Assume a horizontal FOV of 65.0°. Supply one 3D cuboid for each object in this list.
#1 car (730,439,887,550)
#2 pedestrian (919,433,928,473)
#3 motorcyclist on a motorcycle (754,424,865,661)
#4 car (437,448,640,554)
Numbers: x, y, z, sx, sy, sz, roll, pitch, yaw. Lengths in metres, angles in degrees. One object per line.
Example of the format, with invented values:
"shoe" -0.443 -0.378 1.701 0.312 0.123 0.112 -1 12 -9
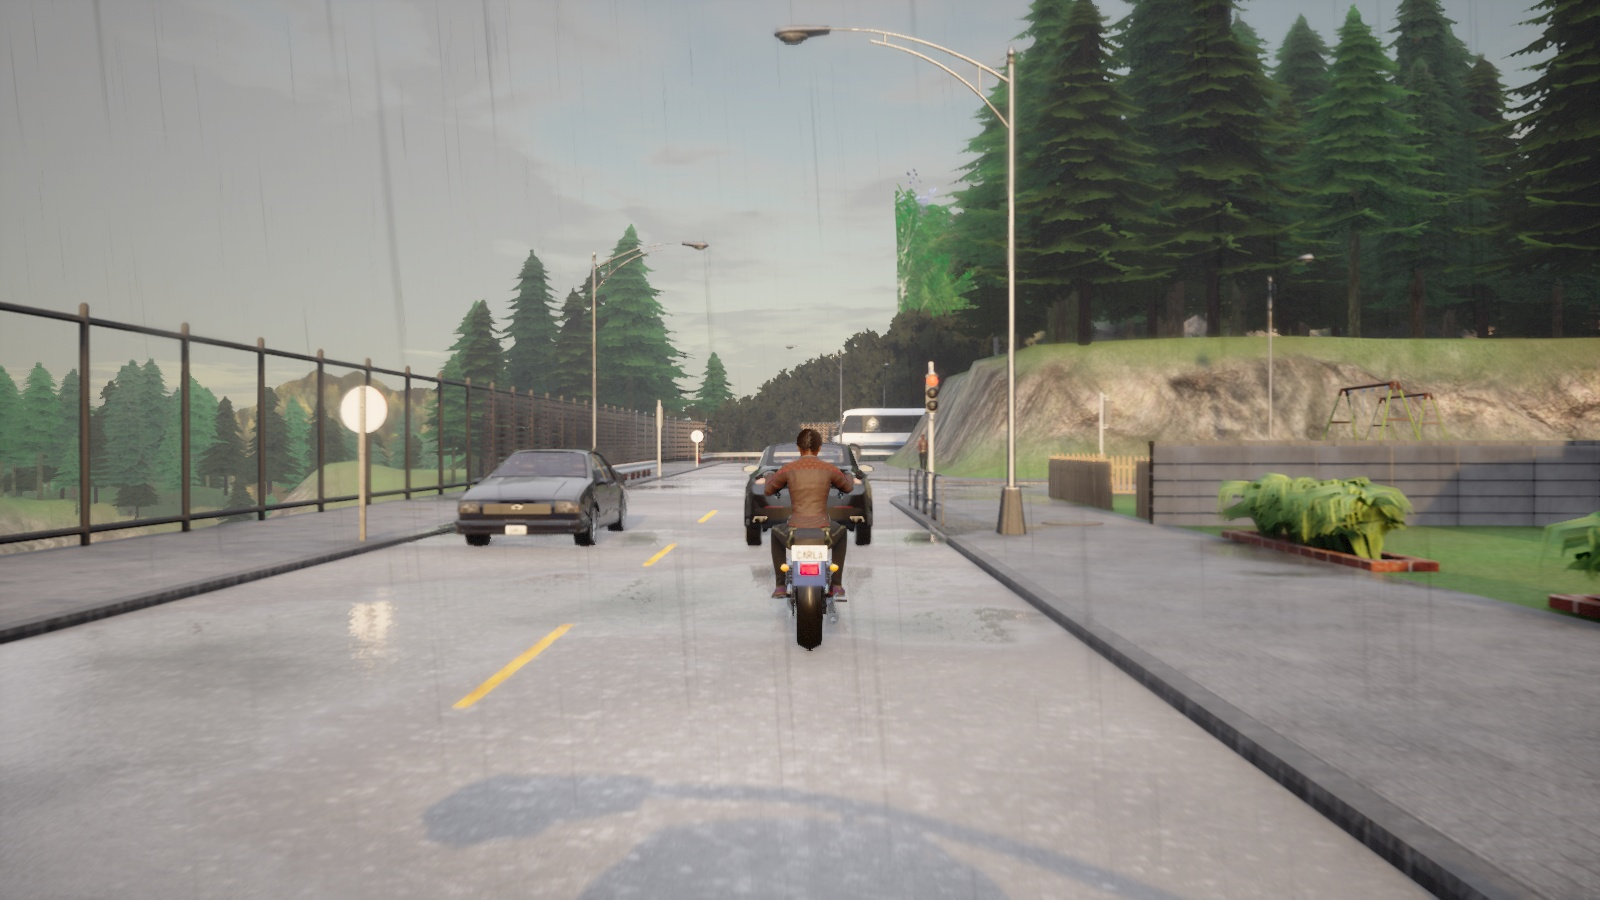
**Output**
"car" 0.128 0.593 19.483 2.128 1.511 4.902 0 0 0
"pedestrian" 5.623 0.139 57.096 0.328 1.805 0.869 0 0 0
"motorcyclist on a motorcycle" 0.072 0.641 9.902 0.766 1.649 2.350 0 0 0
"car" -3.873 0.680 19.644 2.033 1.411 5.357 0 0 0
